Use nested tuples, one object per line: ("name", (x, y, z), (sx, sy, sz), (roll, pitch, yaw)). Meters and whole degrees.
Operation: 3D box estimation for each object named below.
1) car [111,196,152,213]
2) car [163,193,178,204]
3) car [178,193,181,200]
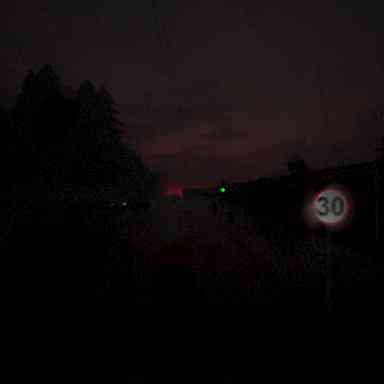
("car", (-6.407, 1.216, 35.426), (2.097, 1.767, 4.553), (-1, -1, 35))
("car", (-4.005, 1.369, 58.708), (1.837, 1.490, 4.892), (0, 2, 0))
("car", (-3.979, 1.089, 86.046), (2.097, 1.767, 4.553), (0, 0, 0))
